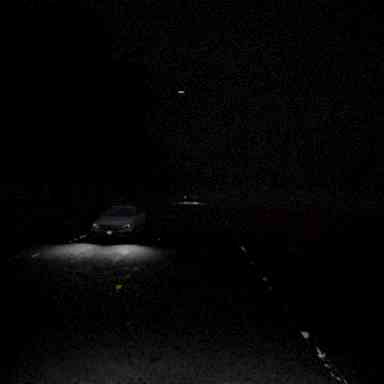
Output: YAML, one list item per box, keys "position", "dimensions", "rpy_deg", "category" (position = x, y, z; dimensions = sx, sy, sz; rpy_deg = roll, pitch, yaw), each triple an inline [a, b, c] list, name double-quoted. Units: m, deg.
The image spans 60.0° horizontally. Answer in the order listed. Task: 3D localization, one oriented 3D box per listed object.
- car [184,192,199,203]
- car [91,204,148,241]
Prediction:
- position: [-0.105, 0.824, 56.240]
  dimensions: [2.097, 1.767, 4.553]
  rpy_deg: [1, 1, 7]
  category: "car"
- position: [-3.241, 1.329, 15.697]
  dimensions: [1.812, 1.442, 4.674]
  rpy_deg: [1, 1, 2]
  category: "car"
